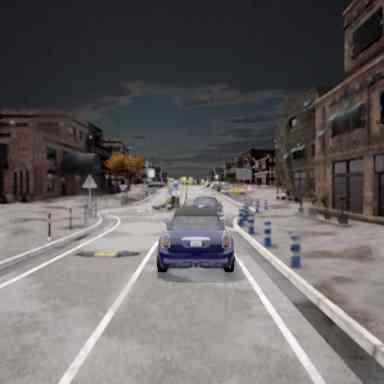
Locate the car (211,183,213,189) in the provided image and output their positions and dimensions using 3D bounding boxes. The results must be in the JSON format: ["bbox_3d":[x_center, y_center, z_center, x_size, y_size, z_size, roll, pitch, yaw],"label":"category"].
[{"bbox_3d":[8.029,-1.028,83.179,4.892,1.521,2.231,0,2,-1],"label":"car"}]

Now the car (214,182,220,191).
[{"bbox_3d":[8.174,-0.809,72.154,5.566,2.045,2.435,0,3,-1],"label":"car"}]

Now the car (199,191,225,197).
[{"bbox_3d":[1.205,1.092,25.942,2.097,1.767,4.553,0,1,13],"label":"car"}]

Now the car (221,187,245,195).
[{"bbox_3d":[8.209,-0.260,66.662,4.674,1.452,2.002,0,3,-1],"label":"car"}]

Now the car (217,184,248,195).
[{"bbox_3d":[8.051,-0.170,63.904,5.366,1.575,1.946,0,3,-1],"label":"car"}]

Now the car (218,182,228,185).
[{"bbox_3d":[8.143,-0.557,69.407,4.553,1.767,2.185,0,3,-1],"label":"car"}]

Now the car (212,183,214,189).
[{"bbox_3d":[8.058,-0.916,80.425,4.892,1.521,2.231,0,2,-1],"label":"car"}]

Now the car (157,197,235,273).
[{"bbox_3d":[0.104,1.257,10.655,2.097,1.767,4.553,0,2,0],"label":"car"}]

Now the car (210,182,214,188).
[{"bbox_3d":[7.966,-1.243,88.686,5.008,1.535,2.097,0,2,-1],"label":"car"}]

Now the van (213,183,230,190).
[{"bbox_3d":[8.047,-1.566,91.312,4.442,1.987,1.878,0,2,-1],"label":"van"}]
